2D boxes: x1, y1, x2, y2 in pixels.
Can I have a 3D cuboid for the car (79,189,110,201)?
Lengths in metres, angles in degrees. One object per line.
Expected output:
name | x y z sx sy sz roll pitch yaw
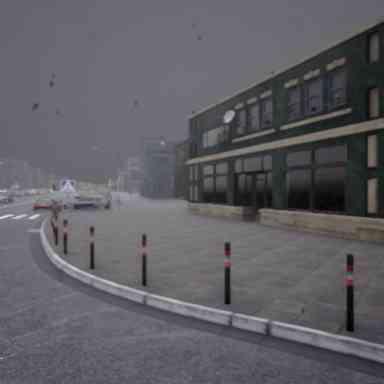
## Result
car | -18.050 0.548 61.842 5.566 2.045 2.435 0 1 -15

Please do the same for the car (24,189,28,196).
car | -44.421 0.433 82.259 5.366 1.575 1.946 0 1 -15

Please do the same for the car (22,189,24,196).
car | -43.540 0.509 79.639 4.674 1.452 2.002 0 1 -15

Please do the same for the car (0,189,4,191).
car | -39.317 0.563 63.645 4.553 1.767 2.185 0 1 -15

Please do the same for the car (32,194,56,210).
car | -16.271 1.257 37.074 1.994 1.385 4.181 0 1 -15

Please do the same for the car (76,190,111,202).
car | -16.557 0.640 56.357 5.566 2.045 2.435 0 1 -15

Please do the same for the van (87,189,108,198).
van | -21.391 0.365 75.200 4.442 1.987 1.878 0 1 -15

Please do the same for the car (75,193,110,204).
car | -15.218 0.981 51.097 5.008 1.535 2.097 0 1 -15

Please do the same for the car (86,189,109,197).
car | -24.342 0.192 85.919 5.566 2.045 2.435 0 1 -15

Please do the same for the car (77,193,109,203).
car | -15.878 0.938 53.668 4.892 1.521 2.231 0 1 -15

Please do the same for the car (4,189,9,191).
car | -40.040 0.651 66.307 4.892 1.521 2.231 0 1 -15

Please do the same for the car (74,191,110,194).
car | -12.338 1.025 40.223 4.553 1.767 2.185 0 1 -15

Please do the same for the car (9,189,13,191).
car | -40.740 0.612 68.974 4.892 1.521 2.231 0 1 -15

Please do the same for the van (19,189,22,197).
van | -42.760 0.276 77.118 4.442 1.987 1.878 0 1 -15

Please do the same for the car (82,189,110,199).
car | -20.071 0.420 69.801 5.566 2.045 2.435 0 1 -15

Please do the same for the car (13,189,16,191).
car | -41.439 0.575 71.640 4.892 1.521 2.231 0 1 -15

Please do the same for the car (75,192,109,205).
car | -14.448 0.904 48.295 4.553 1.767 2.185 0 1 -15

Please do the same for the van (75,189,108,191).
van | -13.216 0.888 42.998 4.442 1.987 1.878 0 1 -15

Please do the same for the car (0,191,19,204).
car | -27.532 0.976 48.687 2.128 1.511 4.902 0 1 -15

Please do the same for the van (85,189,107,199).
van | -20.915 0.404 72.454 4.442 1.987 1.878 0 1 -15

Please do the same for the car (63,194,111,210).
car | -11.023 1.239 34.951 4.792 1.488 2.163 0 1 -15

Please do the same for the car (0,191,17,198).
car | -42.138 0.539 74.306 4.892 1.521 2.231 0 1 -15
